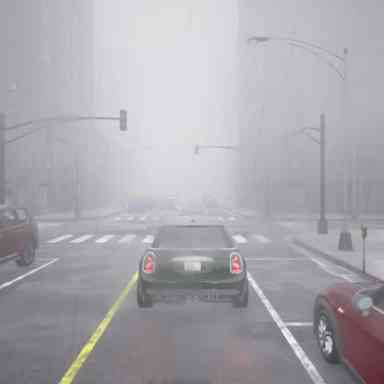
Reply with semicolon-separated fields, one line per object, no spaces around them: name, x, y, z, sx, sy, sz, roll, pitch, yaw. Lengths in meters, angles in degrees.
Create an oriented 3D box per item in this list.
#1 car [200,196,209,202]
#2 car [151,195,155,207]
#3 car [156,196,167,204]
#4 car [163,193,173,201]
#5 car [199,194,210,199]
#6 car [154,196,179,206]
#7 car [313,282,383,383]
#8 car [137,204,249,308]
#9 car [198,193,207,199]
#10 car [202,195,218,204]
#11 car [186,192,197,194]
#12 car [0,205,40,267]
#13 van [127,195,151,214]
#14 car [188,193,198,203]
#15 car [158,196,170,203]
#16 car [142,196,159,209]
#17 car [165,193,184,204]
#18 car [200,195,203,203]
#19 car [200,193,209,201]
car;2.776;1.558;74.781;1.802;1.307;4.206;0;0;0
car;-5.799;1.304;41.202;2.192;1.841;5.009;0;0;0
car;-5.767;1.505;63.415;1.752;1.417;4.829;0;0;0
car;-5.742;1.289;80.372;2.192;1.841;5.009;0;0;0
car;2.751;1.548;57.998;1.947;1.339;4.313;0;0;0
car;-3.041;1.536;41.034;2.033;1.411;5.357;0;0;0
car;2.672;1.440;3.148;1.967;1.590;4.097;0;0;0
car;0.021;1.350;8.076;2.097;1.767;4.553;0;0;0
car;2.759;1.295;63.592;2.192;1.841;5.009;0;0;0
car;2.735;1.512;46.979;1.752;1.417;4.829;0;0;0
car;0.110;1.350;76.595;1.812;1.442;4.674;0;0;0
car;-5.846;1.313;8.658;2.192;1.841;5.009;0;0;0
van;-5.807;1.331;35.606;1.690;1.788;3.998;0;0;0
car;0.150;1.505;66.629;1.812;1.442;4.674;0;0;0
car;-5.758;1.529;69.181;2.008;1.369;4.403;0;0;0
car;-5.791;1.427;46.798;1.967;1.590;4.097;0;0;0
car;-3.002;1.204;56.719;2.150;2.045;5.566;0;0;0
car;2.743;1.535;52.403;2.008;1.369;4.403;0;0;0
car;3.125;1.196;86.603;2.150;2.045;5.566;0;0;0
